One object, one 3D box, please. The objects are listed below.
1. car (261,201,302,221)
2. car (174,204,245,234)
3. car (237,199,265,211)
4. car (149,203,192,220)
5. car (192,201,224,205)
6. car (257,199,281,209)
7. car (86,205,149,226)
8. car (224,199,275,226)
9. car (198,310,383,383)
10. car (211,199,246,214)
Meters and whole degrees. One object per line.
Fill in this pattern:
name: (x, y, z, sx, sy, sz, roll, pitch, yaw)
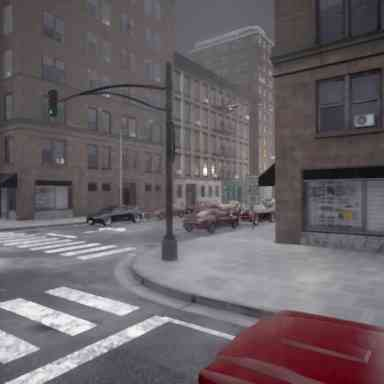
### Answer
car: (7.648, 1.490, 28.042, 1.752, 1.417, 4.829, 0, 0, 36)
car: (1.116, 1.550, 18.934, 1.802, 1.307, 4.206, 0, 0, 36)
car: (7.458, 1.591, 41.547, 1.802, 1.307, 4.206, 0, 0, 36)
car: (-2.190, 1.595, 28.094, 1.802, 1.307, 4.206, 0, 0, 36)
car: (1.026, 1.556, 32.579, 1.887, 1.381, 4.507, 0, 0, 36)
car: (10.673, 1.592, 46.031, 1.802, 1.307, 4.206, 0, 0, 36)
car: (-5.406, 1.581, 23.610, 1.947, 1.339, 4.313, 0, 0, 36)
car: (4.332, 1.407, 23.419, 1.967, 1.590, 4.097, 0, 0, 36)
car: (2.294, 1.601, 2.052, 4.718, 1.301, 1.895, 0, 0, 36)
car: (4.142, 1.536, 36.925, 1.752, 1.417, 4.829, 0, 0, 36)
